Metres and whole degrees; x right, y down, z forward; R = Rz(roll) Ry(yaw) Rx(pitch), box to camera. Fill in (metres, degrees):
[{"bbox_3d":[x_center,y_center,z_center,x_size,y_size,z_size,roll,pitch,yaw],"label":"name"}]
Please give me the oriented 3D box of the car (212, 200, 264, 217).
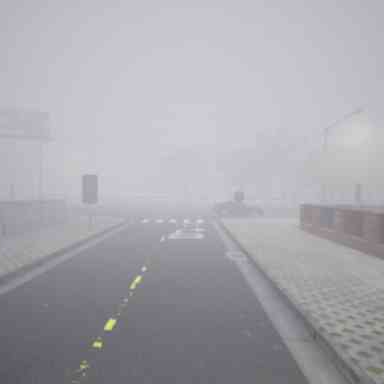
[{"bbox_3d":[4.295,1.533,31.094,4.892,1.490,1.837,1,1,-3],"label":"car"}]
